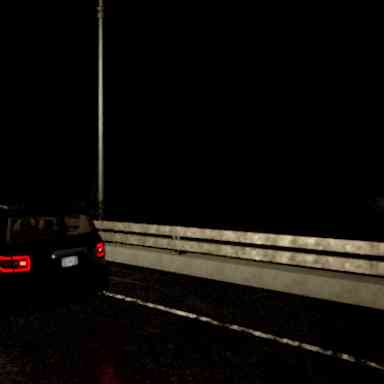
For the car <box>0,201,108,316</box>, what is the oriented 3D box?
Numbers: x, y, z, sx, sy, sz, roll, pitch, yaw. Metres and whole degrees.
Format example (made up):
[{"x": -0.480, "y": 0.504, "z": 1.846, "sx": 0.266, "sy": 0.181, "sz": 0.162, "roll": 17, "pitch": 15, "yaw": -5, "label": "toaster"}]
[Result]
[{"x": -4.165, "y": 1.217, "z": 6.959, "sx": 5.566, "sy": 2.045, "sz": 2.150, "roll": 0, "pitch": 0, "yaw": 36, "label": "car"}]
